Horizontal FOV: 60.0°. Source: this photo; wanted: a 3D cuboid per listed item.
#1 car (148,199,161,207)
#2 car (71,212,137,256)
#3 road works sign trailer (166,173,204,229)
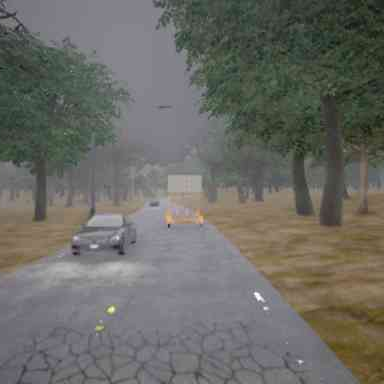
[{"bbox_3d":[-6.213,1.815,55.433,2.033,1.411,5.357,0,0,-5],"label":"car"},{"bbox_3d":[-3.328,1.558,13.403,1.812,1.442,4.674,0,0,-2],"label":"car"},{"bbox_3d":[-0.485,0.531,22.007,2.380,3.560,2.880,0,0,-3],"label":"road works sign trailer"}]
